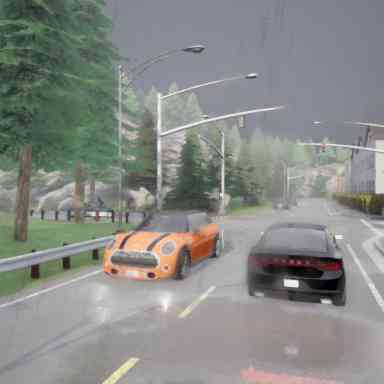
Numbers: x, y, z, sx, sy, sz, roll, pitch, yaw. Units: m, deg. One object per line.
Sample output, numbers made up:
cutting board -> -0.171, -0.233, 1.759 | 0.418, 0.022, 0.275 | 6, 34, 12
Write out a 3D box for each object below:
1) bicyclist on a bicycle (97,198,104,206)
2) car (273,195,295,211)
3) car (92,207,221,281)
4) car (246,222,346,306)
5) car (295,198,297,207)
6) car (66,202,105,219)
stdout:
bicyclist on a bicycle -> -10.098, 1.417, 36.692 | 0.582, 1.620, 1.656 | -2, 5, 20
car -> 11.286, 1.491, 41.549 | 2.128, 1.511, 4.902 | 0, 0, 21
car -> -0.644, 1.352, 10.027 | 2.097, 1.767, 4.553 | 0, 0, 21
car -> 2.648, 1.478, 8.243 | 1.882, 1.535, 5.008 | 0, 0, 21
car -> 15.300, 1.353, 52.112 | 2.097, 1.767, 4.553 | 0, 0, 21
car -> -8.744, 1.579, 28.671 | 4.181, 1.385, 1.994 | 0, 0, 20
